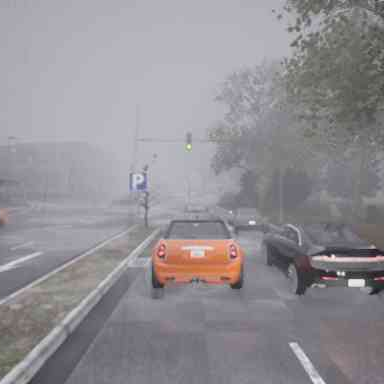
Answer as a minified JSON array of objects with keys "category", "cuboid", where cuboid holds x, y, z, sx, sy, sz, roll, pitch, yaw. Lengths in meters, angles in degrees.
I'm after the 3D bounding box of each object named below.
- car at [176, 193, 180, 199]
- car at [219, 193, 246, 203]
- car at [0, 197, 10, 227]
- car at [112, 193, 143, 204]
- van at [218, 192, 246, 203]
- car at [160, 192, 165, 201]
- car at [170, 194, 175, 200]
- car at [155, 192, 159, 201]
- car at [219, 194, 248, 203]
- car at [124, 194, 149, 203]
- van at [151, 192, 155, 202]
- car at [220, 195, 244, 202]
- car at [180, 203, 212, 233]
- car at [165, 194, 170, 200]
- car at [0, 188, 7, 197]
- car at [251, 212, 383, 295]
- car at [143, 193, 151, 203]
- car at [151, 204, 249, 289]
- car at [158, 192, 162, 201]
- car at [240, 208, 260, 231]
[{"category":"car","cuboid":[-6.626,1.365,93.744,5.008,1.535,2.097,-1,0,-11]},{"category":"car","cuboid":[7.660,1.176,63.430,4.553,1.767,2.185,1,0,-14]},{"category":"car","cuboid":[-13.630,1.411,20.057,4.553,1.767,2.185,-1,0,-19]},{"category":"car","cuboid":[-11.451,1.388,57.864,4.792,1.488,2.163,-1,0,-15]},{"category":"van","cuboid":[7.277,1.075,60.460,4.442,1.987,1.878,1,0,-14]},{"category":"car","cuboid":[-9.276,1.400,75.816,4.674,1.452,2.002,-1,0,-13]},{"category":"car","cuboid":[-8.011,1.111,84.805,5.566,2.045,2.435,-1,0,-12]},{"category":"car","cuboid":[-10.020,1.359,69.819,4.892,1.521,2.231,-1,0,-14]},{"category":"car","cuboid":[8.196,1.300,66.423,5.366,1.575,1.946,1,0,-13]},{"category":"car","cuboid":[-10.713,1.229,63.808,4.553,1.767,2.185,-1,0,-14]},{"category":"van","cuboid":[-10.248,1.128,66.848,4.442,1.987,1.878,-1,0,-14]},{"category":"car","cuboid":[8.710,1.340,72.262,4.674,1.452,2.002,1,0,-13]},{"category":"car","cuboid":[0.263,1.552,21.143,1.837,1.490,4.892,0,0,1]},{"category":"car","cuboid":[-8.461,1.402,81.798,4.674,1.452,2.002,-1,0,-12]},{"category":"car","cuboid":[-28.170,0.160,48.731,2.002,1.452,4.674,6,-3,-19]},{"category":"car","cuboid":[3.128,1.511,8.732,2.128,1.511,4.902,0,0,0]},{"category":"car","cuboid":[-10.806,1.347,60.856,5.366,1.575,1.946,-1,0,-15]},{"category":"car","cuboid":[0.131,1.373,9.367,2.097,1.767,4.553,0,0,0]},{"category":"car","cuboid":[-9.648,1.398,72.814,4.674,1.452,2.002,-1,0,-13]},{"category":"car","cuboid":[3.214,1.607,19.722,1.994,1.385,4.181,0,0,0]}]
